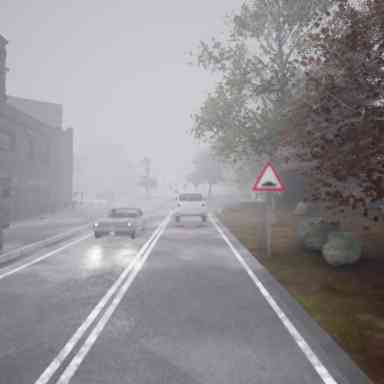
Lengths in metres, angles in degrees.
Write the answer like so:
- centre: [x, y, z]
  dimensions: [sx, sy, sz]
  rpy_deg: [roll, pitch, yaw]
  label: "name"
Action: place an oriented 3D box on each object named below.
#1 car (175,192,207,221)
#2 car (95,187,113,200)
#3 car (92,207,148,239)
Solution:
- centre: [-0.079, 0.970, 24.286]
  dimensions: [2.150, 2.045, 5.566]
  rpy_deg: [0, 1, 0]
  label: "car"
- centre: [-14.899, 0.231, 56.512]
  dimensions: [2.150, 2.045, 5.566]
  rpy_deg: [0, 1, -3]
  label: "car"
- centre: [-3.417, 1.456, 16.502]
  dimensions: [1.895, 1.301, 4.718]
  rpy_deg: [0, 1, 0]
  label: "car"
